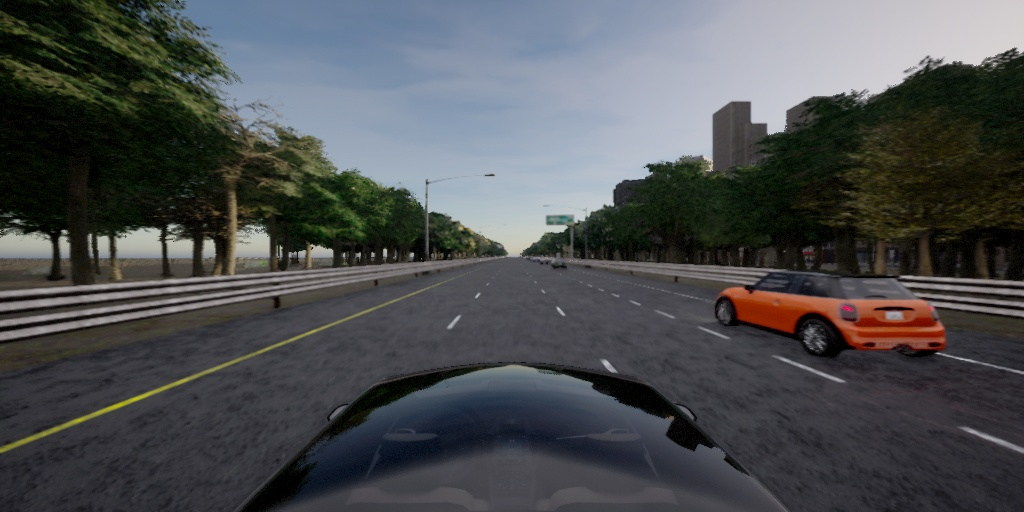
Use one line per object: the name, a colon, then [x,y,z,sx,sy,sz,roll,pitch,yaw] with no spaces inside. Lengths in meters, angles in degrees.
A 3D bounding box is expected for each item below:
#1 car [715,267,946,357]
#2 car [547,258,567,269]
car: [7.002,1.106,8.689,2.097,1.767,4.553,0,0,0]
car: [7.153,1.111,55.677,2.097,1.767,4.553,0,0,0]
